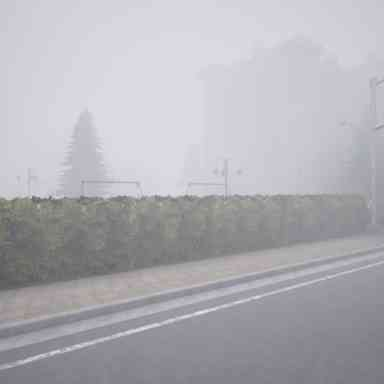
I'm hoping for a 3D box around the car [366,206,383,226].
[{"bbox_3d":[12.453,1.558,20.740,1.994,1.385,4.181,0,0,-39],"label":"car"}]

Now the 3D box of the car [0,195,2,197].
[{"bbox_3d":[-40.262,1.377,67.275,3.633,1.501,1.845,0,0,-37],"label":"car"}]
